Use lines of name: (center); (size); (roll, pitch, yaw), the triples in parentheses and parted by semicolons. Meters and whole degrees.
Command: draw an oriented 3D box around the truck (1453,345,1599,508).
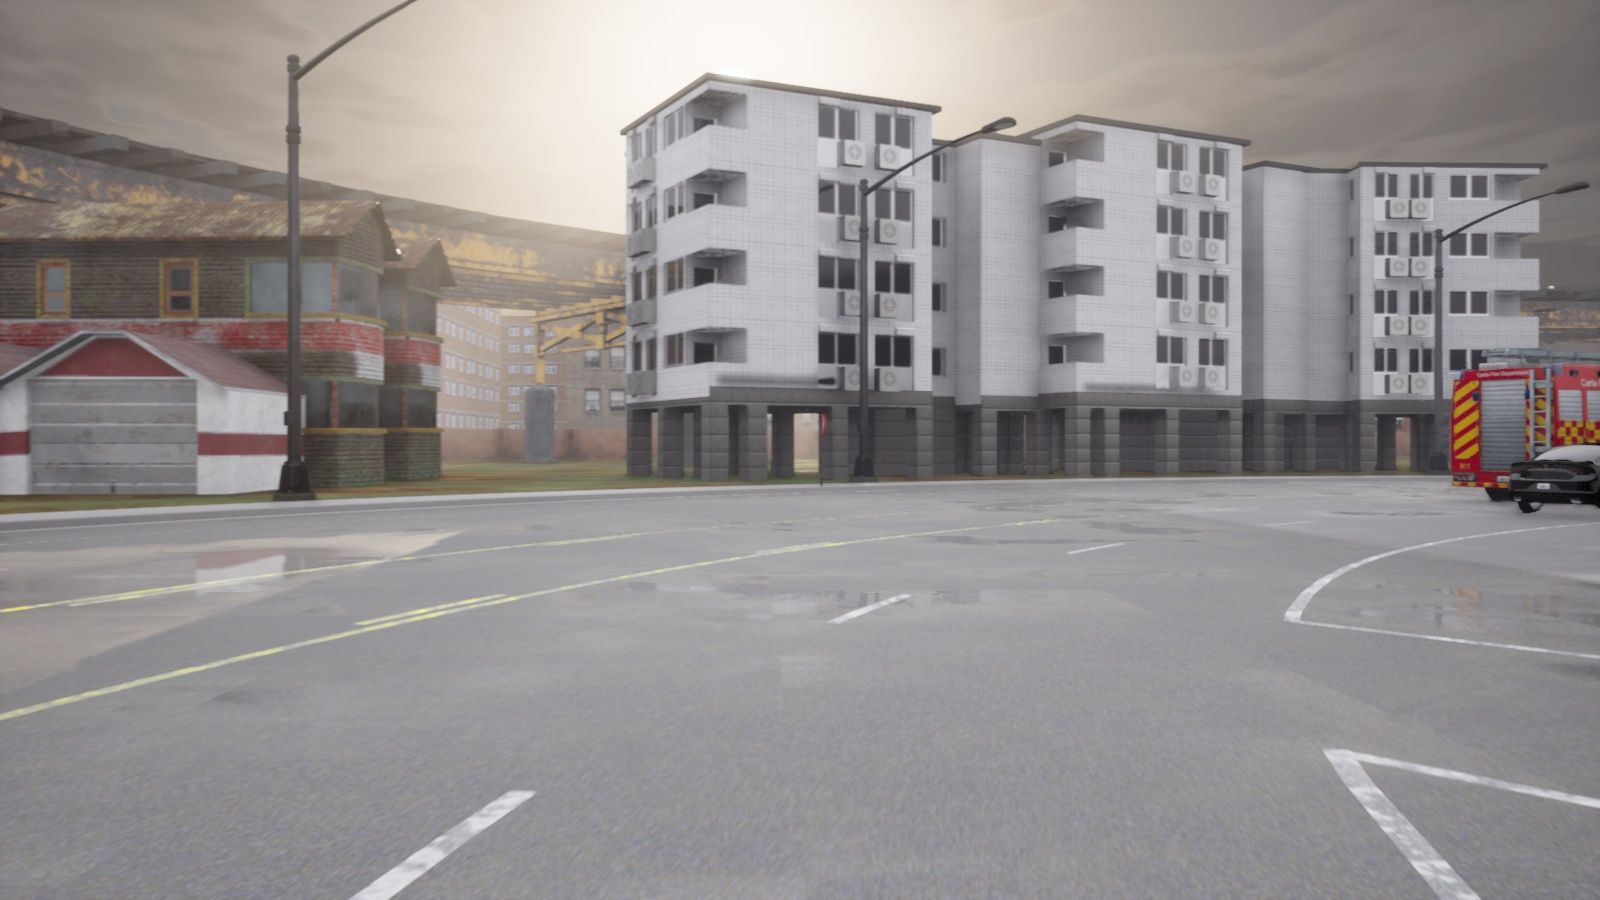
truck: (21.149, -0.562, 32.503); (8.468, 3.827, 2.891); (0, 0, -24)

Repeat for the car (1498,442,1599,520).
car: (17.229, 0.605, 26.773); (5.008, 1.535, 1.882); (0, 0, -31)
